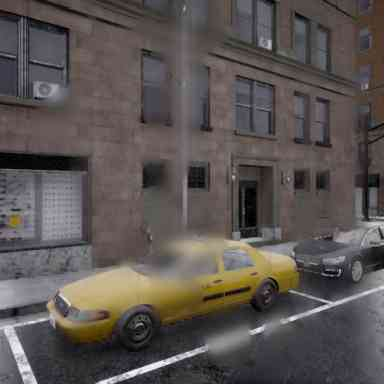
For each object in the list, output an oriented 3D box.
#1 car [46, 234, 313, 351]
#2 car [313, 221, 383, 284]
[{"bbox_3d":[-0.033,1.525,6.161,4.829,1.417,1.752,0,0,-35],"label":"car"},{"bbox_3d":[4.602,1.551,9.459,4.403,1.369,2.008,0,0,-35],"label":"car"}]
